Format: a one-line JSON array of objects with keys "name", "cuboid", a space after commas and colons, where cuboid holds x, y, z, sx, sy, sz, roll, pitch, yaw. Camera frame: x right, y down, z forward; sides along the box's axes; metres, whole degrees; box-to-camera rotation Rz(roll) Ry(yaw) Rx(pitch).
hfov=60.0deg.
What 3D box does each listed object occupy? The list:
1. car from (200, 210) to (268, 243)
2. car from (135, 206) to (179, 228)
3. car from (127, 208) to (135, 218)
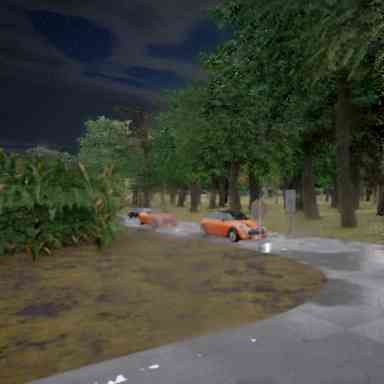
[{"name": "car", "cuboid": [2.416, 1.941, 20.020, 2.097, 1.767, 4.553, 0, -1, -31]}, {"name": "car", "cuboid": [-2.974, 2.146, 29.141, 2.097, 1.767, 4.553, 0, -1, -31]}, {"name": "car", "cuboid": [-6.178, 2.510, 40.352, 2.033, 1.411, 5.357, 0, -1, -31]}]
